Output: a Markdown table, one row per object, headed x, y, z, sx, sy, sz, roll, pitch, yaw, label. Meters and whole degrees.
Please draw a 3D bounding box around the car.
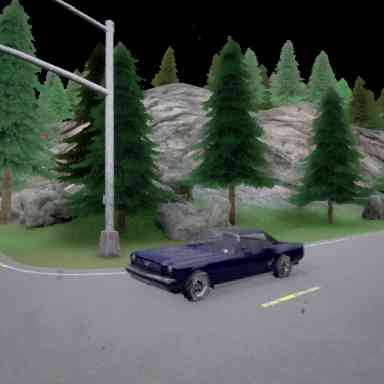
| x | y | z | sx | sy | sz | roll | pitch | yaw | label |
| --- | --- | --- | --- | --- | --- | --- | --- | --- | --- |
| 0.771 | 1.603 | 8.428 | 4.718 | 1.301 | 1.895 | 0 | 0 | -39 | car |
